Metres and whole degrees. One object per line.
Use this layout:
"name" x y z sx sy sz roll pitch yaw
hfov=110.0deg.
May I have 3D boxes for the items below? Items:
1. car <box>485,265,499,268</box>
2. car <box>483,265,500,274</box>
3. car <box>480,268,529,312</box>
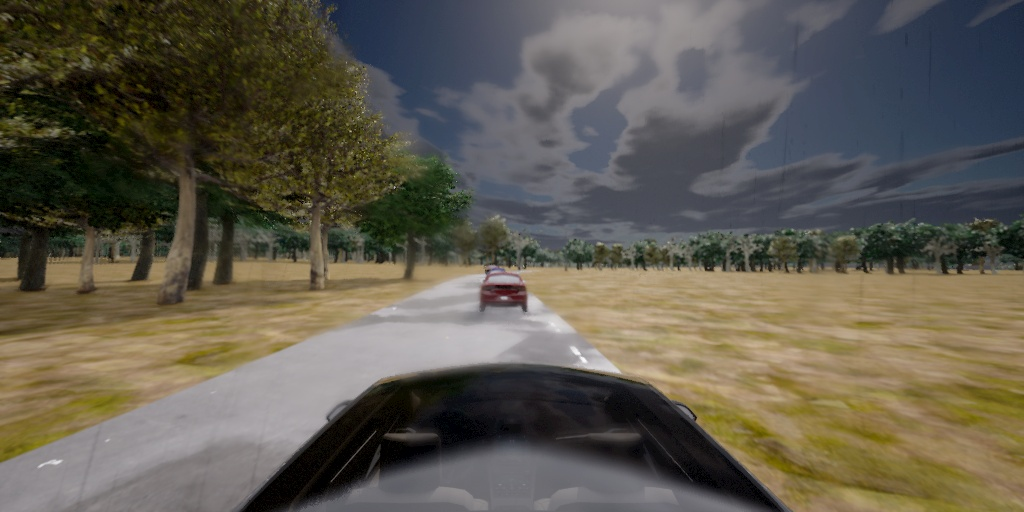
"car" -1.148 1.734 29.953 1.812 1.442 4.674 0 -1 -2
"car" -3.362 2.230 60.569 1.882 1.535 5.008 -1 -1 8
"car" -0.382 1.439 15.573 1.882 1.535 5.008 1 -1 -3
